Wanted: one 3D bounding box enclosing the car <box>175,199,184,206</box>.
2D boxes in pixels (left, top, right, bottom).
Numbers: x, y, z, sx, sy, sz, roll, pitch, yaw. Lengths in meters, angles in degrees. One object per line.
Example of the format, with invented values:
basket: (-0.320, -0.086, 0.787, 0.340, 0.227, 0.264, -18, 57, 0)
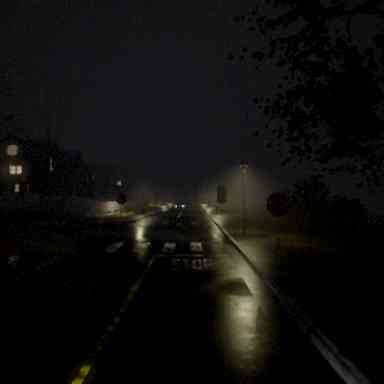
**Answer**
car: (-2.788, 2.243, 74.274, 1.882, 1.535, 5.008, 0, -1, 0)
